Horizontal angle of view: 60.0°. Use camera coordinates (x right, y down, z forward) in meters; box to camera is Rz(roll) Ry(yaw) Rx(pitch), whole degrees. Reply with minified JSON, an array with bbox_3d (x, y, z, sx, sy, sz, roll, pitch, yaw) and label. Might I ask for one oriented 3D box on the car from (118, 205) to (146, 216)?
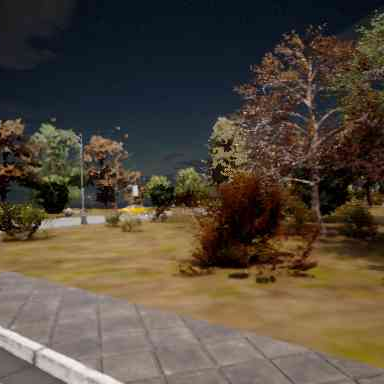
[{"bbox_3d":[-8.580,2.640,47.438,1.882,1.535,5.008,-4,-2,32],"label":"car"}]
